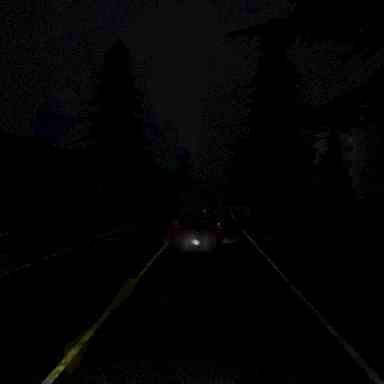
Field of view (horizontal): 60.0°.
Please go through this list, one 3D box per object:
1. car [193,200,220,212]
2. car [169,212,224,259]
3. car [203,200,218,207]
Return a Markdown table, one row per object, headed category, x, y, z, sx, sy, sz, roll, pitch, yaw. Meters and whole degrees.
| category | x | y | z | sx | sy | sz | roll | pitch | yaw |
| --- | --- | --- | --- | --- | --- | --- | --- | --- | --- |
| car | 1.258 | 1.646 | 28.190 | 2.097 | 1.767 | 4.553 | 0 | -1 | 6 |
| car | 0.232 | 1.704 | 13.251 | 1.994 | 1.385 | 4.181 | 0 | -1 | 3 |
| car | 3.773 | 2.231 | 65.692 | 2.033 | 1.411 | 5.357 | 0 | -1 | 14 |
